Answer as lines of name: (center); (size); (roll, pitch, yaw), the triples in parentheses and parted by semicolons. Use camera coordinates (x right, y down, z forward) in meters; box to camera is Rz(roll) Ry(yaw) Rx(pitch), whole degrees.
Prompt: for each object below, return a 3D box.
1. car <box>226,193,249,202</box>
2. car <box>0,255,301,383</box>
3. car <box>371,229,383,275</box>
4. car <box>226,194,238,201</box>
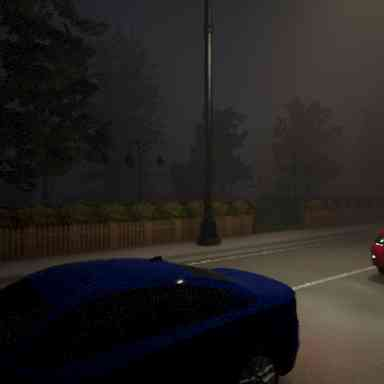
car: (8.533, 1.177, 64.420); (2.150, 2.045, 5.566); (0, 0, -35)
car: (-1.061, 1.477, 3.217); (5.008, 1.535, 1.882); (0, 0, -35)
car: (7.211, 1.207, 9.101); (5.566, 2.045, 2.150); (0, 0, -35)
car: (5.760, 1.549, 62.258); (1.895, 1.301, 4.718); (0, 0, -35)
